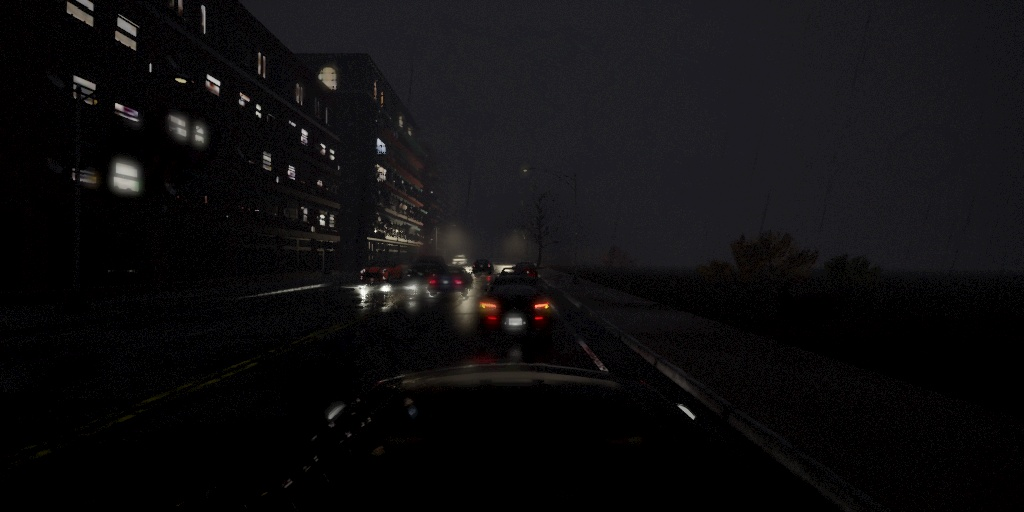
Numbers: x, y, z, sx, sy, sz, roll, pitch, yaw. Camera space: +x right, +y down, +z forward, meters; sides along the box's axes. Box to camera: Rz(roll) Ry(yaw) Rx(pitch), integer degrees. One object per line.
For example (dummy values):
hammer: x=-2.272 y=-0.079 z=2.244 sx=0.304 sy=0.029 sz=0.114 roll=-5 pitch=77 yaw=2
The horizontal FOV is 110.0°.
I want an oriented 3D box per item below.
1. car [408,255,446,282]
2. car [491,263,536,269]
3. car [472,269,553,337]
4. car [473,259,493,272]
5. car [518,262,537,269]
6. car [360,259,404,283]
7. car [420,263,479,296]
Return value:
car: x=-6.655 y=0.975 z=28.910 sx=2.150 sy=2.045 sz=5.566 roll=0 pitch=0 yaw=0
car: x=0.063 y=1.317 z=20.335 sx=1.994 sy=1.385 sz=4.181 roll=0 pitch=0 yaw=0
car: x=0.075 y=1.277 z=10.168 sx=1.812 sy=1.442 sz=4.674 roll=0 pitch=0 yaw=0
car: x=-3.229 y=1.105 z=40.165 sx=2.097 sy=1.767 sz=4.553 roll=0 pitch=0 yaw=0
car: x=1.081 y=1.232 z=29.863 sx=1.882 sy=1.535 sz=5.008 roll=0 pitch=0 yaw=0
car: x=-9.903 y=1.106 z=27.584 sx=2.097 sy=1.767 sz=4.553 roll=0 pitch=0 yaw=0
car: x=-3.186 y=1.300 z=19.481 sx=2.033 sy=1.411 sz=5.357 roll=0 pitch=0 yaw=-1
